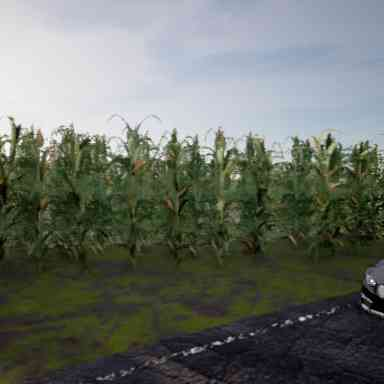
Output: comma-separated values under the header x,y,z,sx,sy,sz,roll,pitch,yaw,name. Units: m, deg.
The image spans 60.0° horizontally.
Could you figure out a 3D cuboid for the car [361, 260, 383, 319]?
x,y,z,sx,sy,sz,roll,pitch,yaw,name
5.141,1.432,6.049,4.902,1.511,2.128,0,1,-30,car
